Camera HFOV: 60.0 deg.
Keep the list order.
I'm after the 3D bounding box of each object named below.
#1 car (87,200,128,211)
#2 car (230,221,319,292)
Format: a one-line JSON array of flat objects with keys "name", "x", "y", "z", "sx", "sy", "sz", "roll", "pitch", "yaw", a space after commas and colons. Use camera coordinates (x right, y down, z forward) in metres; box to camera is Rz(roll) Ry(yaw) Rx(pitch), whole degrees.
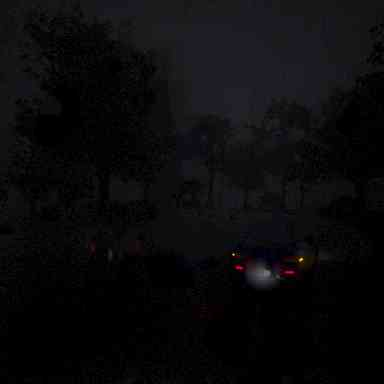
[{"name": "car", "x": -10.244, "y": 1.575, "z": 40.248, "sx": 4.718, "sy": 1.301, "sz": 1.895, "roll": 0, "pitch": 0, "yaw": -15}, {"name": "car", "x": 2.357, "y": 1.522, "z": 9.022, "sx": 1.812, "sy": 1.442, "sz": 4.674, "roll": 0, "pitch": 0, "yaw": 23}]
